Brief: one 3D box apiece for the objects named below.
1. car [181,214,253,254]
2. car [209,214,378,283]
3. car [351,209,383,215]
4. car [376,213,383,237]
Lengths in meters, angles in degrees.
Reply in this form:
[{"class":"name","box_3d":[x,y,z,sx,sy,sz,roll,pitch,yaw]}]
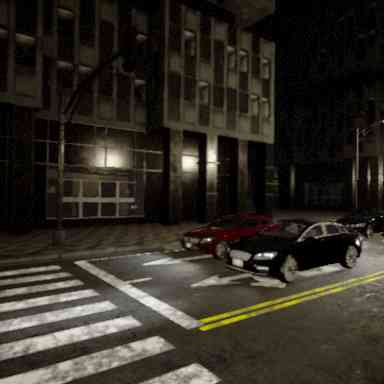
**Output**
[{"class":"car","box_3d":[1.783,1.602,12.936,4.674,1.442,1.812,1,0,-35]},{"class":"car","box_3d":[3.171,1.562,9.938,4.902,1.511,2.128,1,0,-35]},{"class":"car","box_3d":[9.907,1.681,18.720,4.674,1.442,1.812,1,0,-35]},{"class":"car","box_3d":[10.715,1.746,15.311,4.718,1.301,1.895,1,0,-35]}]
